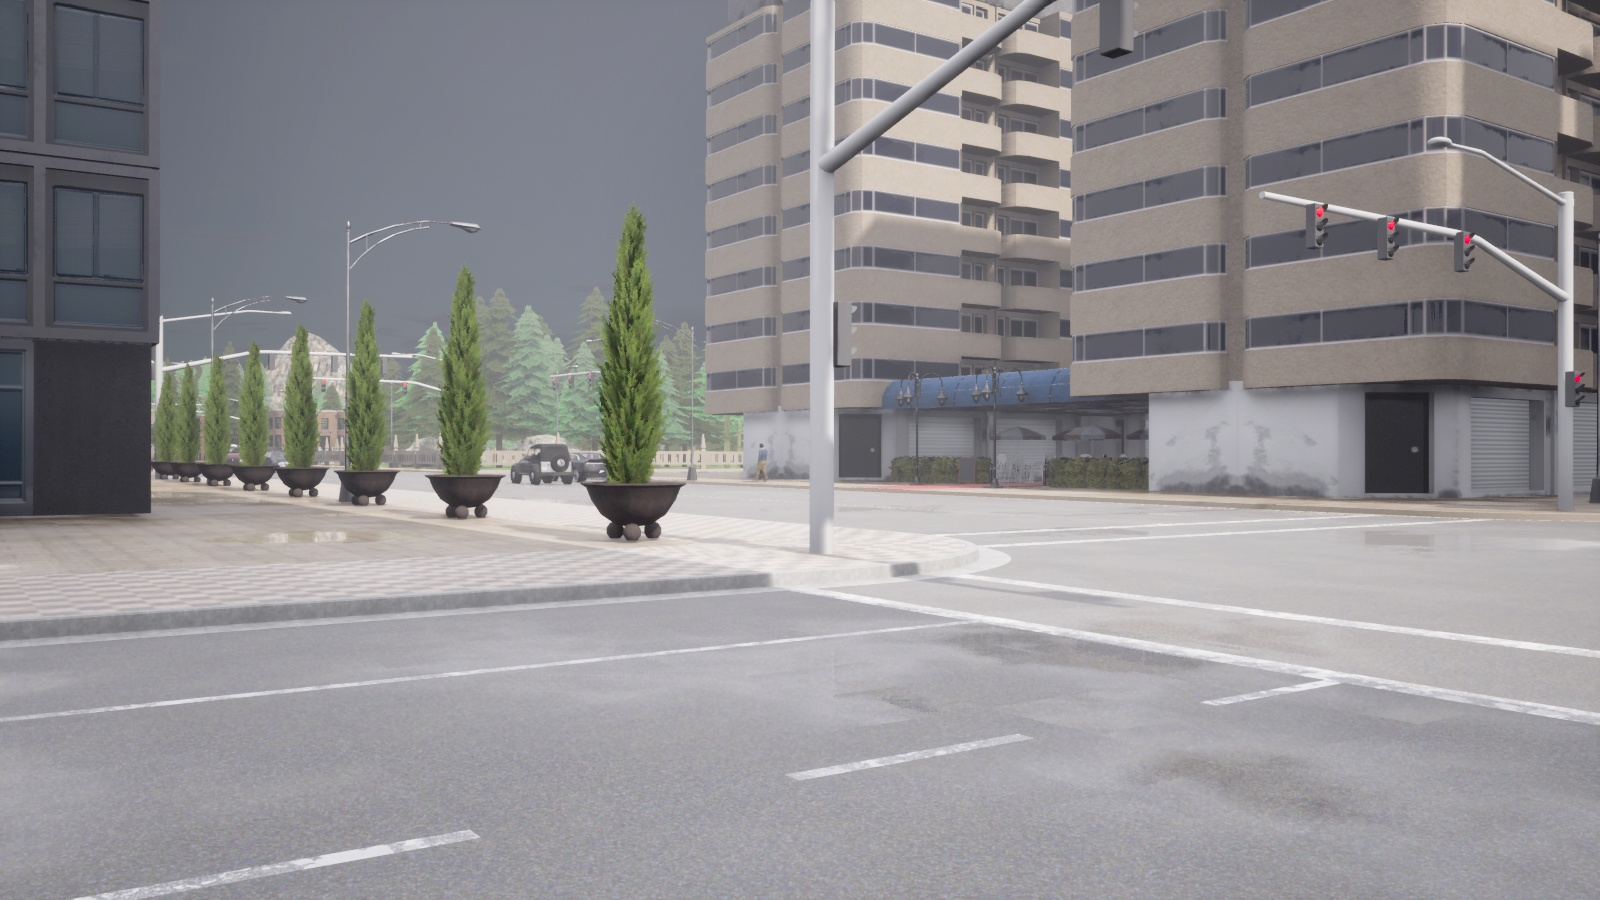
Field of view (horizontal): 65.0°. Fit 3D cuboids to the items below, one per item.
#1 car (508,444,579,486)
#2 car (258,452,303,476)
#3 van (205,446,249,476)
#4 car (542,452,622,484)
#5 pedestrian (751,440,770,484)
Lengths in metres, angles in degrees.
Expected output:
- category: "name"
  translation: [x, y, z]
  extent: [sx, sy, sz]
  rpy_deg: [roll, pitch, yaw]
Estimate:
- category: "car"
  translation: [-12.045, 0.706, 58.789]
  extent: [1.905, 1.878, 3.866]
  rpy_deg: [0, -1, -34]
- category: "car"
  translation: [-36.813, 0.971, 88.926]
  extent: [2.033, 1.649, 4.856]
  rpy_deg: [0, 0, -34]
- category: "van"
  translation: [-39.696, 0.768, 86.942]
  extent: [2.069, 2.038, 4.480]
  rpy_deg: [0, -1, -34]
- category: "car"
  translation: [-11.100, 0.880, 63.618]
  extent: [2.128, 1.511, 4.902]
  rpy_deg: [0, 0, -34]
- category: "pedestrian"
  translation: [-1.799, 0.545, 57.258]
  extent: [0.423, 1.949, 0.788]
  rpy_deg: [0, 0, -42]
